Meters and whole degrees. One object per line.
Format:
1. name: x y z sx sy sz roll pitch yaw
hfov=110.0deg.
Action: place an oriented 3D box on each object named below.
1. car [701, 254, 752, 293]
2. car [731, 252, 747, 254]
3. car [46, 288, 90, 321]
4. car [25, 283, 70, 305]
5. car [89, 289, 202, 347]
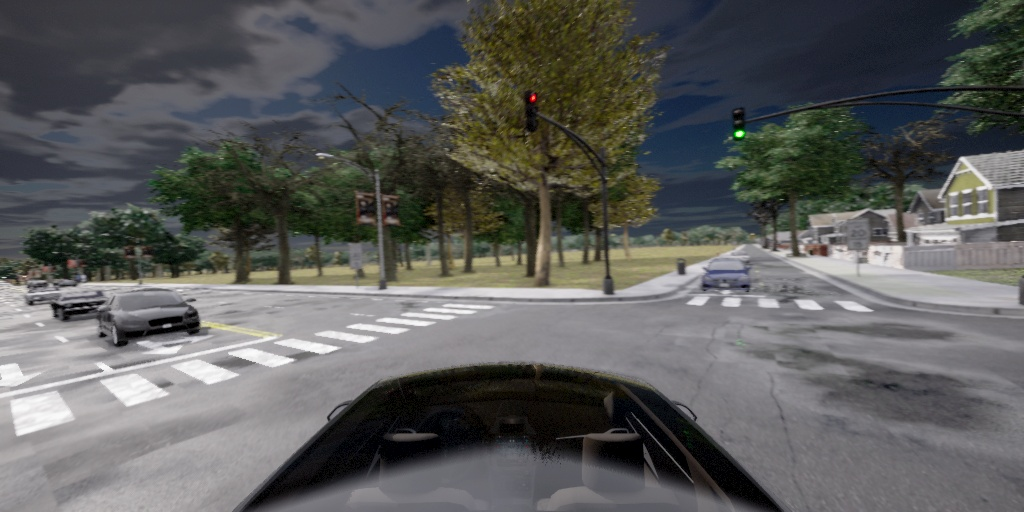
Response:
1. car: 10.086 0.856 16.840 1.812 1.442 4.674 -2 1 34
2. car: 24.336 0.217 38.465 1.895 1.301 4.718 -2 1 33
3. car: -22.008 2.438 18.474 4.718 1.301 1.895 -3 1 33
4. car: -38.112 3.194 29.306 4.718 1.301 1.895 -3 1 34
5. car: -12.018 1.874 11.803 4.892 1.490 1.837 -3 1 35
